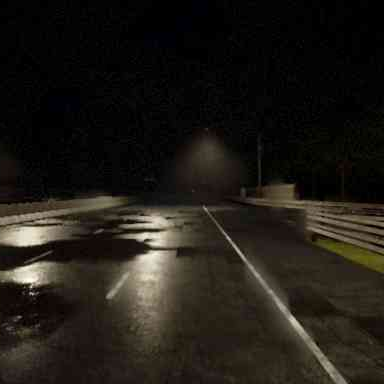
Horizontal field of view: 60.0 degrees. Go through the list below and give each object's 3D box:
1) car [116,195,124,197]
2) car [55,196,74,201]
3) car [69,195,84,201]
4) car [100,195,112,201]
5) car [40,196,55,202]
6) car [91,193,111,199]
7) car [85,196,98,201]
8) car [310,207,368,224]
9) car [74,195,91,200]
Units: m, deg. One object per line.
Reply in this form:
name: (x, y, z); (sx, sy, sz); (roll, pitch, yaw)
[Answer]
car: (-17.564, 1.535, 81.508); (1.994, 1.385, 4.181); (0, 0, 0)
car: (-24.512, 1.520, 65.626); (2.033, 1.411, 5.357); (0, 0, 0)
car: (-28.063, 1.459, 81.134); (1.882, 1.535, 5.008); (0, 0, 0)
car: (-21.064, 1.506, 81.476); (1.812, 1.442, 4.674); (0, 0, 0)
car: (-28.011, 1.457, 65.300); (1.882, 1.535, 5.008); (0, 0, 0)
car: (-17.515, 1.204, 65.650); (2.150, 2.045, 5.566); (0, 0, 0)
car: (-24.564, 1.577, 81.427); (1.895, 1.301, 4.718); (0, 0, 0)
car: (10.012, 1.660, 22.262); (1.895, 1.301, 4.718); (0, 1, -25)
car: (-21.013, 1.457, 65.655); (1.882, 1.535, 5.008); (0, 0, 0)
